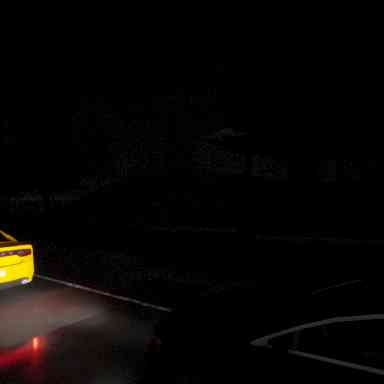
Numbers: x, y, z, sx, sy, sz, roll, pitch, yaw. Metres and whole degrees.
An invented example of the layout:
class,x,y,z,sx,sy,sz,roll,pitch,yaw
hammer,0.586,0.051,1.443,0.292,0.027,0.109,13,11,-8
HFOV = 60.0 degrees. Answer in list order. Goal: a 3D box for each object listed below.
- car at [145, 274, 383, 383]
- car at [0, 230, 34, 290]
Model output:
class,x,y,z,sx,sy,sz,roll,pitch,yaw
car,1.767,1.492,2.747,4.902,1.511,2.128,0,0,35
car,-5.831,1.469,8.000,5.008,1.535,1.882,0,0,35
